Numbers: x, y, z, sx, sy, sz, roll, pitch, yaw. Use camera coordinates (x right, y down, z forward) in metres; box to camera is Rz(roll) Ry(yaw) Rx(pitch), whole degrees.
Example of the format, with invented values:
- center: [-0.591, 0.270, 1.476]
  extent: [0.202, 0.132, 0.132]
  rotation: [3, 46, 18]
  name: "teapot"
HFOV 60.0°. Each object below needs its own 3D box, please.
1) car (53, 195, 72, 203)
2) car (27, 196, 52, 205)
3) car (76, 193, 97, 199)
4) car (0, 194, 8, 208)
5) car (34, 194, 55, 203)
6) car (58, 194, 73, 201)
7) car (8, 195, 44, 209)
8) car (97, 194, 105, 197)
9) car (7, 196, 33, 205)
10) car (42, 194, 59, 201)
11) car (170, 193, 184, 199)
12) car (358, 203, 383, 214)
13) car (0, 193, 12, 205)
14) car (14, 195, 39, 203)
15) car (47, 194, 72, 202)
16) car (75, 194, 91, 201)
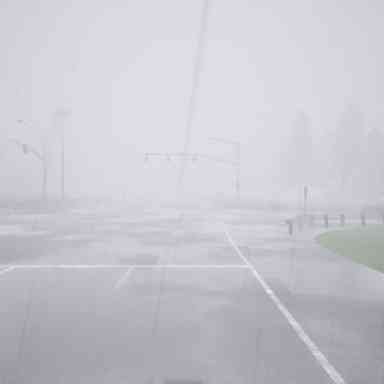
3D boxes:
- center: [-24.606, 1.307, 63.479]
  extent: [1.994, 1.385, 4.181]
  rotation: [0, 0, 0]
  name: "car"
- center: [-24.650, 1.386, 53.984]
  extent: [1.895, 1.301, 4.718]
  rotation: [0, 0, 0]
  name: "car"
- center: [-21.092, 1.082, 66.181]
  extent: [2.097, 1.767, 4.553]
  rotation: [0, 0, 0]
  name: "car"
- center: [-24.659, 1.376, 44.043]
  extent: [2.033, 1.411, 5.357]
  rotation: [0, 0, 0]
  name: "car"
- center: [-28.085, 1.248, 63.513]
  extent: [1.837, 1.490, 4.892]
  rotation: [0, 0, 0]
  name: "car"
- center: [-28.336, 1.247, 74.533]
  extent: [1.994, 1.385, 4.181]
  rotation: [0, 0, -3]
  name: "car"
- center: [-21.154, 1.361, 42.721]
  extent: [1.812, 1.442, 4.674]
  rotation: [0, 0, 0]
  name: "car"
- center: [-21.840, 1.151, 79.326]
  extent: [1.882, 1.535, 5.008]
  rotation: [0, 0, -7]
  name: "car"
- center: [-28.127, 1.346, 54.603]
  extent: [1.994, 1.385, 4.181]
  rotation: [0, 0, 2]
  name: "car"
- center: [-31.876, 1.170, 75.044]
  extent: [1.882, 1.535, 5.008]
  rotation: [0, 0, -3]
  name: "car"
- center: [-3.890, 0.959, 95.132]
  extent: [2.097, 1.767, 4.553]
  rotation: [0, 0, -18]
  name: "car"
- center: [17.374, 1.386, 29.274]
  extent: [4.902, 1.511, 2.128]
  rotation: [0, 0, 8]
  name: "car"
- center: [-31.635, 1.136, 54.329]
  extent: [2.097, 1.767, 4.553]
  rotation: [0, 0, 0]
  name: "car"
- center: [-31.584, 1.282, 63.699]
  extent: [2.033, 1.411, 5.357]
  rotation: [0, 0, 0]
  name: "car"
- center: [-21.156, 1.295, 52.879]
  extent: [1.837, 1.490, 4.892]
  rotation: [0, 0, 0]
  name: "car"
- center: [-24.978, 1.226, 76.395]
  extent: [2.033, 1.411, 5.357]
  rotation: [0, 0, -3]
  name: "car"
